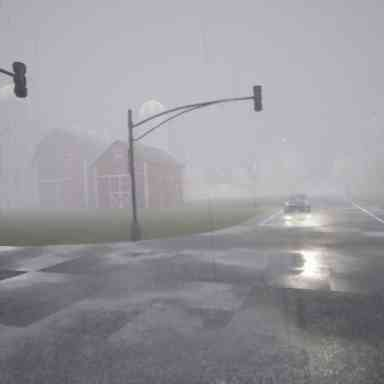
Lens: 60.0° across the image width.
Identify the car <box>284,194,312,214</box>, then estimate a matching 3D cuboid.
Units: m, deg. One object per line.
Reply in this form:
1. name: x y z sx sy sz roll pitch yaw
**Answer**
1. car: 9.248 0.939 28.976 2.097 1.767 4.553 -3 0 22
